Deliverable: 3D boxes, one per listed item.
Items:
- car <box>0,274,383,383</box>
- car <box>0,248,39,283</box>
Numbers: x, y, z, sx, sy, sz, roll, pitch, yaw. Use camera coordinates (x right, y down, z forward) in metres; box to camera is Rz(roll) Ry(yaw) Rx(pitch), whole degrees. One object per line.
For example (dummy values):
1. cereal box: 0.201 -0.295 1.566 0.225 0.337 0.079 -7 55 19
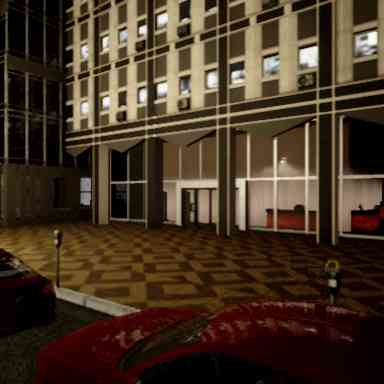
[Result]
1. car: 0.599 1.545 2.446 4.507 1.381 1.887 0 0 35
2. car: -4.015 1.585 5.736 4.206 1.307 1.802 0 0 35
